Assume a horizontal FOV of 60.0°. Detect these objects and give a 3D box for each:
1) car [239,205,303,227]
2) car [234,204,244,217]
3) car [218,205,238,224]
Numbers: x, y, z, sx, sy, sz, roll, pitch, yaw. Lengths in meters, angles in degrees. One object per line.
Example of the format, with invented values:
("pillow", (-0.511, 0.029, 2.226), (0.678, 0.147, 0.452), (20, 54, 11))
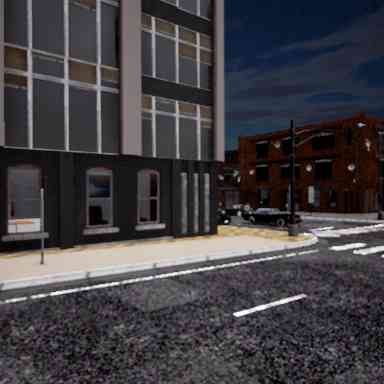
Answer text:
("car", (6.333, 1.980, 26.430), (1.895, 1.301, 4.718), (0, -1, -37))
("car", (5.075, 2.058, 37.987), (2.008, 1.369, 4.403), (-1, 0, -37))
("car", (1.451, 2.027, 28.394), (1.947, 1.339, 4.313), (-1, 0, -37))
